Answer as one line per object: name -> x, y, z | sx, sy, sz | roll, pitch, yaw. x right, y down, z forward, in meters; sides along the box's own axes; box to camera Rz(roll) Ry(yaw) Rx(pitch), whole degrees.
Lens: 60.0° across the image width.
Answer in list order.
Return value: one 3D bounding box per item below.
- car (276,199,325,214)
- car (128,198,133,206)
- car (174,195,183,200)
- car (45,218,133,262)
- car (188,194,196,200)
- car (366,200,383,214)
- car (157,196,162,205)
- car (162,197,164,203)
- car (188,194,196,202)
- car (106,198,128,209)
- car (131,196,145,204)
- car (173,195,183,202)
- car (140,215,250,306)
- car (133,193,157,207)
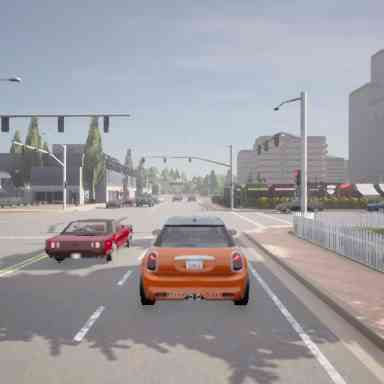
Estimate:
car -> 11.259, 1.492, 34.676 | 4.902, 1.511, 2.128 | 0, 0, -1
car -> -10.605, 1.601, 55.013 | 1.895, 1.301, 4.718 | 0, 0, 0
car -> -3.531, 1.425, 87.625 | 1.994, 1.385, 4.181 | 0, 0, 0
car -> -3.420, 1.601, 12.071 | 1.895, 1.301, 4.718 | 0, 0, 0
car -> -0.031, 1.398, 87.628 | 2.128, 1.511, 4.902 | 0, 0, 0
car -> 20.903, 1.478, 34.917 | 5.008, 1.535, 1.882 | 0, 0, -2
car -> -7.093, 1.564, 60.483 | 1.994, 1.385, 4.181 | 0, 0, 0
car -> -7.025, 1.524, 70.808 | 1.812, 1.442, 4.674 | 0, 0, 0
car -> -0.028, 1.531, 77.353 | 2.033, 1.411, 5.357 | 0, 0, 0
car -> -10.614, 1.564, 46.251 | 1.994, 1.385, 4.181 | 0, 0, 0
car -> -10.569, 1.564, 64.961 | 1.994, 1.385, 4.181 | 0, 0, 0
car -> -3.528, 1.513, 77.670 | 1.812, 1.442, 4.674 | 0, 0, 0
car -> 0.062, 1.351, 8.194 | 2.097, 1.767, 4.553 | 0, 0, 0
car -> -7.114, 1.221, 51.077 | 2.150, 2.045, 5.566 | 0, 0, 1
